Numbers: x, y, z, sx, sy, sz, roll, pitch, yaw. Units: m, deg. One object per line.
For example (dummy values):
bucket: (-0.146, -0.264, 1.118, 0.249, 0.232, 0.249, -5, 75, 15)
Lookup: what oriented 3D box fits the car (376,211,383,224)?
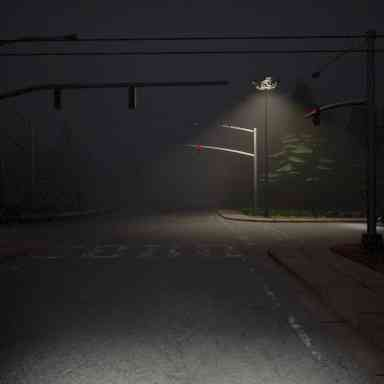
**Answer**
car: (14.896, 1.513, 22.121, 4.892, 1.490, 1.837, 0, 0, 1)
